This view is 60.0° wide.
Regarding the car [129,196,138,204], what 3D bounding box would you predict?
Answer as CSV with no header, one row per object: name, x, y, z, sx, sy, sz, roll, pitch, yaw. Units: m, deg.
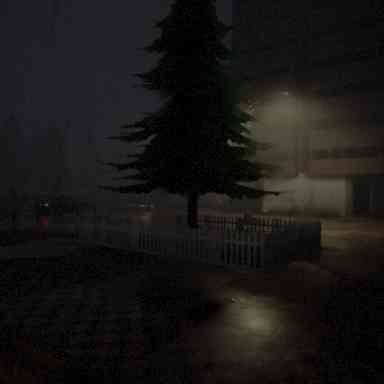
car,-7.638,1.162,51.919,1.837,1.490,4.892,1,0,36

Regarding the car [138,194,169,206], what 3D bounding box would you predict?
car,-5.279,1.214,49.203,1.812,1.442,4.674,1,0,36

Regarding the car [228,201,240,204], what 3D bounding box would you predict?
car,7.963,1.356,55.573,1.895,1.301,4.718,1,0,36

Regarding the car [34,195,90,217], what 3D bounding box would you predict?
car,-11.093,1.109,28.783,2.097,1.767,4.553,1,0,36
